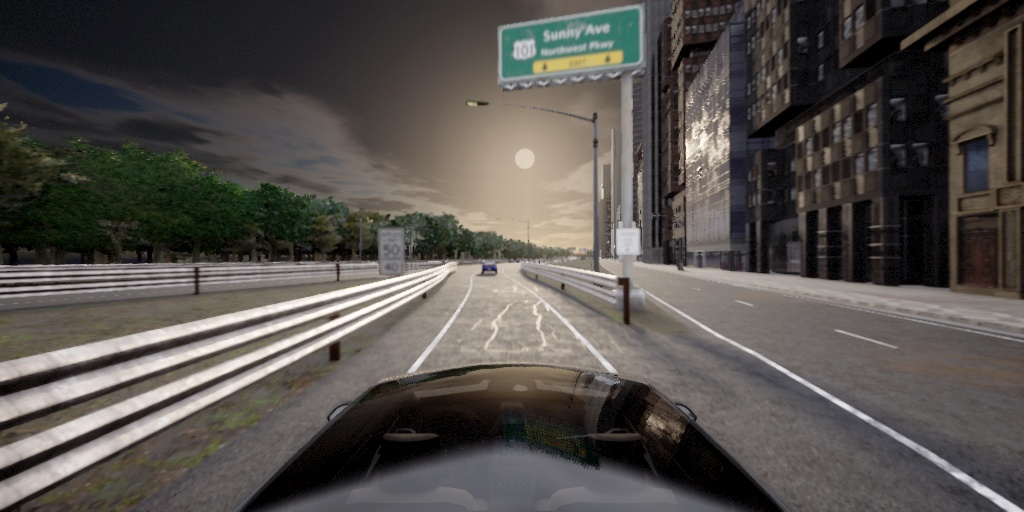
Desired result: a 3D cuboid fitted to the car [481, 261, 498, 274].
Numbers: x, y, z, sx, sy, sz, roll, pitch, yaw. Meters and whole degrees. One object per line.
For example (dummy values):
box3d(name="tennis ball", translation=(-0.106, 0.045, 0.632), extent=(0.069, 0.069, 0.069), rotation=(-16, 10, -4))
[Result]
box3d(name="car", translation=(-2.719, 1.331, 43.879), extent=(1.882, 1.535, 5.008), rotation=(0, 0, -2))
